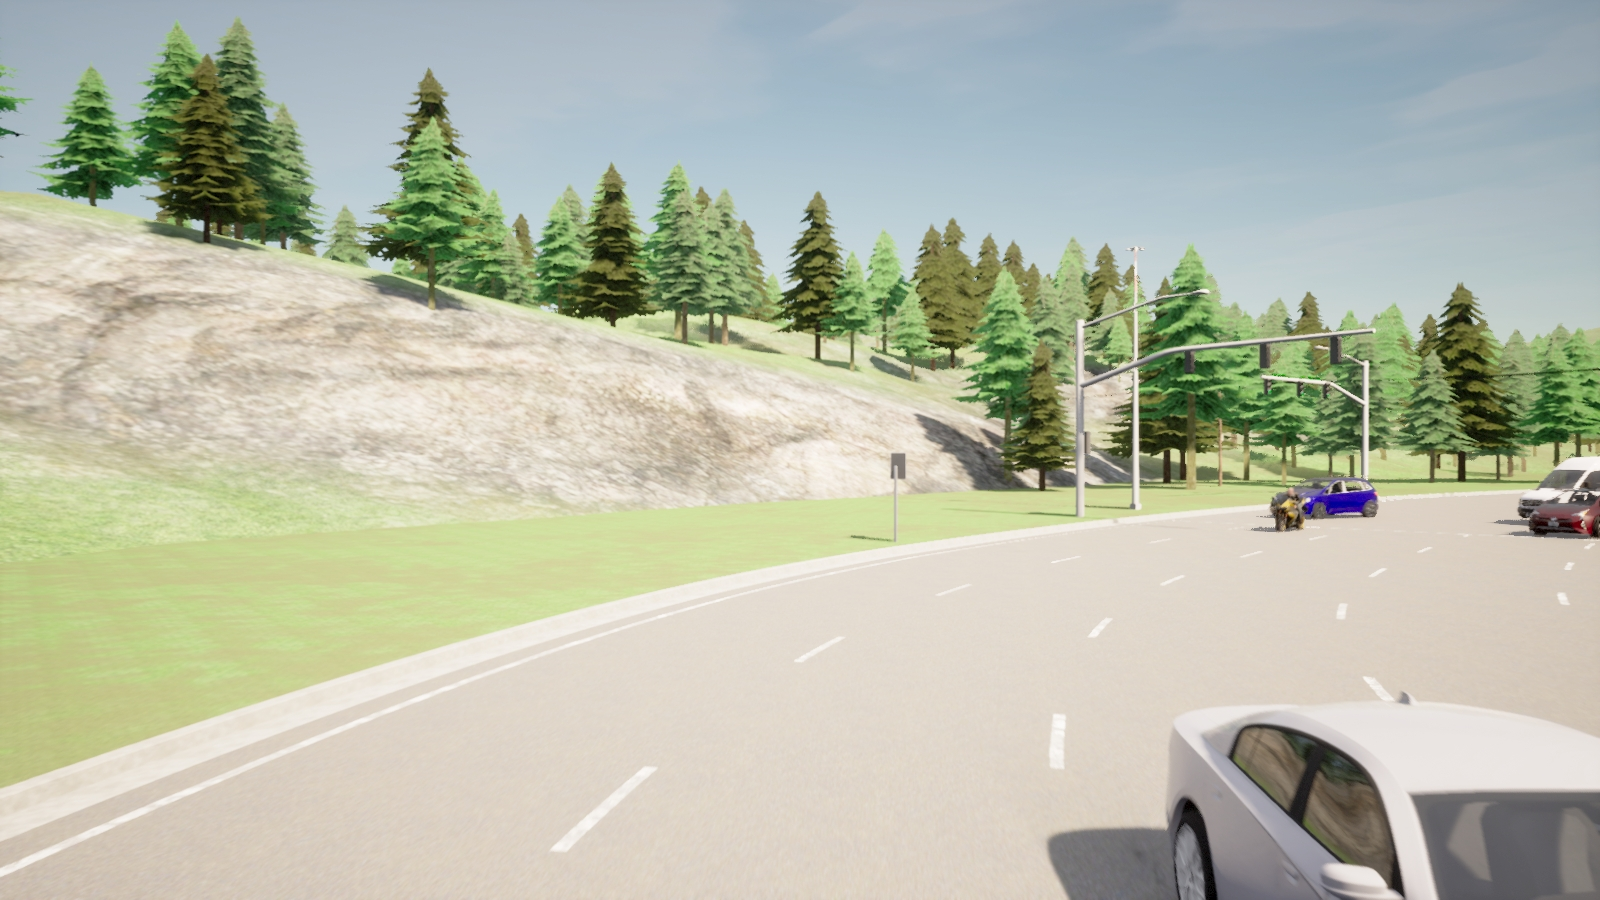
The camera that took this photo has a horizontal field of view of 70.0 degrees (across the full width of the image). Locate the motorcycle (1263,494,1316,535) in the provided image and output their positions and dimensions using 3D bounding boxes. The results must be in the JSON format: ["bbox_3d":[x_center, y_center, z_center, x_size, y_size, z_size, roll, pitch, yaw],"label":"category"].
[{"bbox_3d":[16.725,2.191,39.008,2.209,1.251,0.867,0,2,-45],"label":"motorcycle"}]

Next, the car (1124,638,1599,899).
[{"bbox_3d":[3.146,2.032,5.132,2.097,1.535,5.006,0,0,2],"label":"car"}]

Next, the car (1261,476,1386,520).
[{"bbox_3d":[21.537,1.953,47.004,4.611,1.667,2.242,0,0,-25],"label":"car"}]

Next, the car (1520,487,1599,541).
[{"bbox_3d":[25.647,2.028,37.107,4.514,1.525,2.007,0,0,-31],"label":"car"}]

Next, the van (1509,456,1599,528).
[{"bbox_3d":[29.691,1.521,42.228,5.915,2.561,1.988,0,-1,-6],"label":"van"}]
